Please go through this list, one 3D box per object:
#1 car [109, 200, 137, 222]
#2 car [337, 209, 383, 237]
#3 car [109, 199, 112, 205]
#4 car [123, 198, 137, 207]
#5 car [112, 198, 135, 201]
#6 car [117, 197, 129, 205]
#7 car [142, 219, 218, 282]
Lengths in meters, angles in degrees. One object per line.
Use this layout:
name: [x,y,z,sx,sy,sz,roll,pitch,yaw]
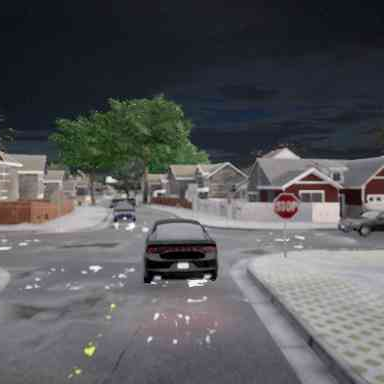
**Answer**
car: [-5.769,1.726,28.749,2.033,1.411,5.357,0,0,-11]
car: [10.881,1.750,19.479,4.674,1.442,1.812,1,1,-12]
car: [-11.989,1.830,52.491,1.837,1.490,4.892,0,0,-18]
car: [-10.908,1.843,58.362,1.837,1.490,4.892,0,0,-18]
car: [-8.060,1.790,39.135,2.033,1.411,5.357,0,0,-15]
car: [-14.121,1.879,67.951,1.882,1.535,5.008,0,0,-17]
car: [-0.480,1.535,10.052,1.882,1.535,5.008,0,0,-6]
